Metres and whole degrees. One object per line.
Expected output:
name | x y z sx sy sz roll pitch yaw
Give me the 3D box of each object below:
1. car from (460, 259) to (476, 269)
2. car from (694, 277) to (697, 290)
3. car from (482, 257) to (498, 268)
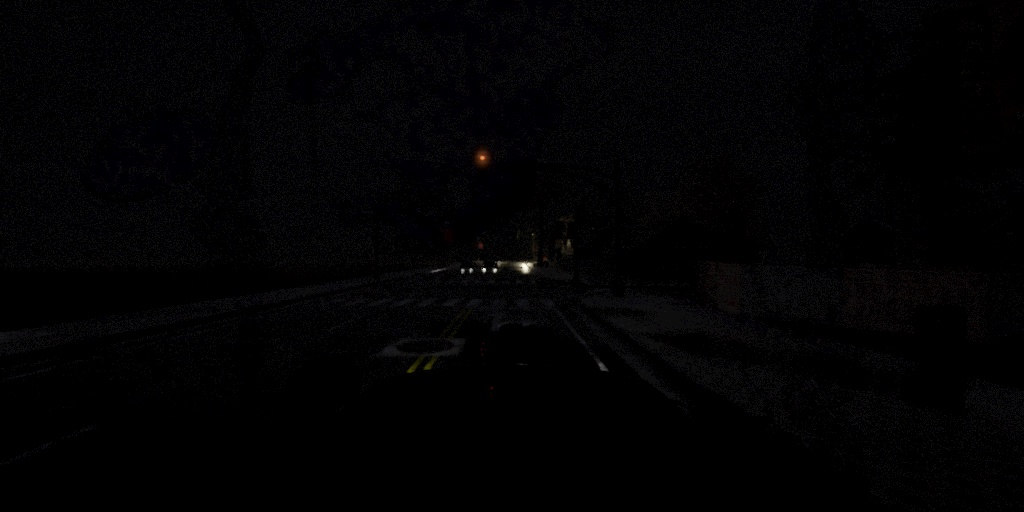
car | -6.560 1.127 54.091 2.033 1.411 5.357 0 0 1
car | 12.477 1.439 19.977 4.181 1.385 1.994 1 -2 -2
car | -3.316 0.931 54.376 2.097 1.767 4.553 0 0 0
